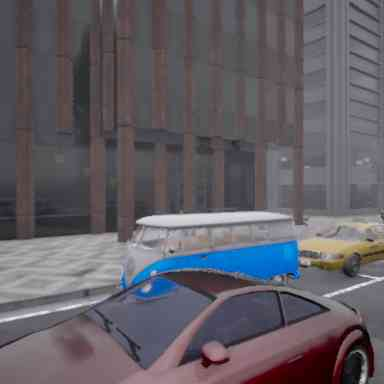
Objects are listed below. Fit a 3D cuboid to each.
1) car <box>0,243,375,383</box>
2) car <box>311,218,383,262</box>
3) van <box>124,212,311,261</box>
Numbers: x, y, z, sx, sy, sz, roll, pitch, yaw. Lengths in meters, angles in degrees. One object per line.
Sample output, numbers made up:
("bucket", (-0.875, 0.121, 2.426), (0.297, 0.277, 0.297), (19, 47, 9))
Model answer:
("car", (-0.006, 1.563, 3.373), (4.181, 1.385, 1.994), (0, 0, -36))
("car", (4.960, 1.522, 10.190), (4.829, 1.417, 1.752), (0, 0, -35))
("van", (0.509, 1.339, 7.015), (3.998, 1.788, 1.690), (0, 0, -35))
